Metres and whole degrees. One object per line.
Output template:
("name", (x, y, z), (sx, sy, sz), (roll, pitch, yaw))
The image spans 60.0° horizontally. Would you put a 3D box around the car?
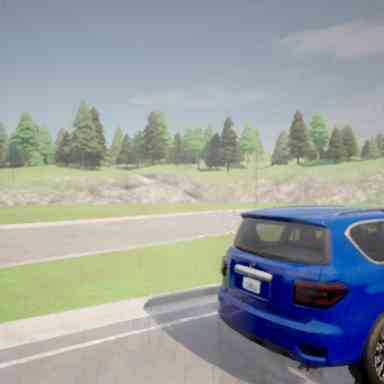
("car", (3.030, 1.244, 5.437), (5.566, 2.045, 2.150), (0, 0, -31))
